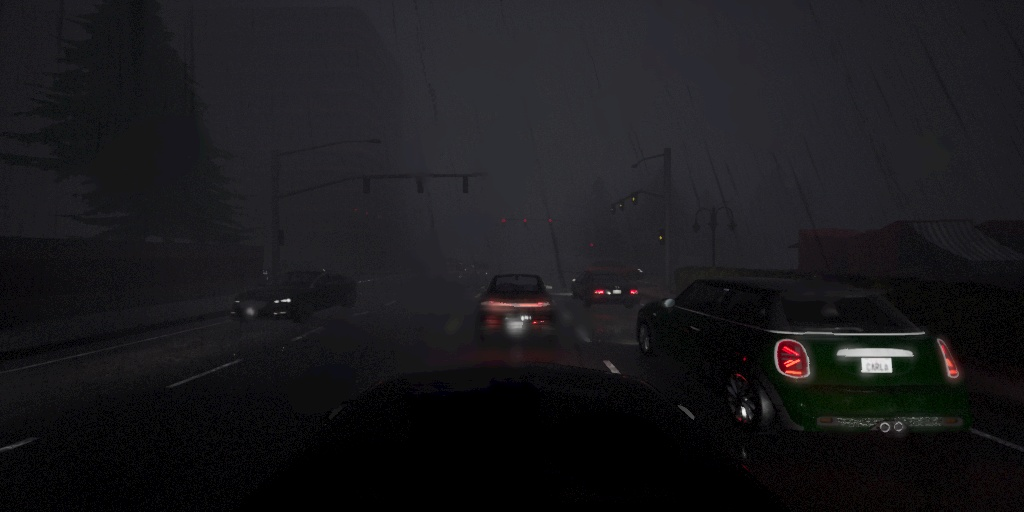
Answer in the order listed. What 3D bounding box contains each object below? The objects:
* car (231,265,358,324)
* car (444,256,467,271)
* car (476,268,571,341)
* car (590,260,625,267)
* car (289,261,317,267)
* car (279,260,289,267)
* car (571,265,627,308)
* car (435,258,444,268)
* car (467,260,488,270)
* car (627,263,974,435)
[{"bbox_3d":[-6.945,1.241,12.060,2.128,1.511,4.902,0,0,1],"label":"car"},{"bbox_3d":[-7.624,1.102,47.906,2.097,1.767,4.553,0,0,-12],"label":"car"},{"bbox_3d":[0.135,1.242,9.873,2.128,1.511,4.902,0,0,1],"label":"car"},{"bbox_3d":[8.315,1.150,29.293,4.553,1.767,2.097,0,0,1],"label":"car"},{"bbox_3d":[-17.130,1.158,29.692,4.553,1.767,2.097,0,0,1],"label":"car"},{"bbox_3d":[-19.393,1.159,26.227,4.553,1.767,2.097,0,0,1],"label":"car"},{"bbox_3d":[3.707,1.297,15.050,2.033,1.411,5.357,0,0,1],"label":"car"},{"bbox_3d":[-10.192,1.351,56.521,1.895,1.301,4.718,0,0,-26],"label":"car"},{"bbox_3d":[-4.714,1.314,51.535,1.994,1.385,4.181,0,0,-18],"label":"car"},{"bbox_3d":[3.630,1.102,5.677,2.097,1.767,4.553,0,0,0],"label":"car"}]
